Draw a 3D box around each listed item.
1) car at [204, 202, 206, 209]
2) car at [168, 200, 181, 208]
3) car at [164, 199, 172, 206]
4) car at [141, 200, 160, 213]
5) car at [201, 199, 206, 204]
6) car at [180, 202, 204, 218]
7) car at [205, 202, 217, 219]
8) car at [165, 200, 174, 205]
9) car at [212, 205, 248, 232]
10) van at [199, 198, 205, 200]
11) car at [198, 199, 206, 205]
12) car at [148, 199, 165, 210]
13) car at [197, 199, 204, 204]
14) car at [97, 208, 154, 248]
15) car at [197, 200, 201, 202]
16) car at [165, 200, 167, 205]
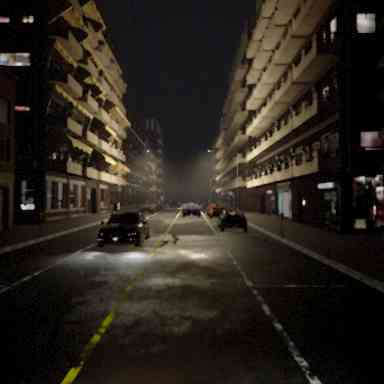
[{"bbox_3d":[2.584,2.083,38.927,1.802,1.307,4.206,1,-1,0],"label":"car"},{"bbox_3d":[-3.226,2.306,64.386,1.882,1.535,5.008,0,-1,0],"label":"car"},{"bbox_3d":[-5.930,2.599,83.337,1.752,1.417,4.829,1,-1,0],"label":"car"},{"bbox_3d":[-5.813,2.139,44.512,1.947,1.339,4.313,1,-1,0],"label":"car"},{"bbox_3d":[2.533,2.298,55.639,1.802,1.307,4.206,1,-1,0],"label":"car"},{"bbox_3d":[-0.021,2.065,36.045,1.895,1.301,4.718,0,-1,0],"label":"car"},{"bbox_3d":[2.601,1.957,33.527,1.752,1.417,4.829,1,-1,0],"label":"car"},{"bbox_3d":[-5.949,2.714,89.077,1.947,1.339,4.313,1,-1,0],"label":"car"},{"bbox_3d":[2.636,1.837,22.215,2.008,1.369,4.403,1,-1,0],"label":"car"},{"bbox_3d":[2.472,2.344,77.925,1.690,1.788,3.998,1,-1,0],"label":"van"},{"bbox_3d":[2.456,2.602,83.663,1.752,1.417,4.829,1,-1,0],"label":"car"},{"bbox_3d":[-5.826,1.960,50.085,2.192,1.841,5.009,1,-1,0],"label":"car"},{"bbox_3d":[2.394,2.763,94.634,1.887,1.381,4.507,1,-1,0],"label":"car"},{"bbox_3d":[-3.146,1.713,16.035,1.837,1.490,4.892,0,-1,0],"label":"car"},{"bbox_3d":[-0.132,2.143,46.226,2.033,1.411,5.357,0,-1,0],"label":"car"},{"bbox_3d":[-5.843,2.032,55.657,2.192,1.841,5.009,1,-1,0],"label":"car"}]
